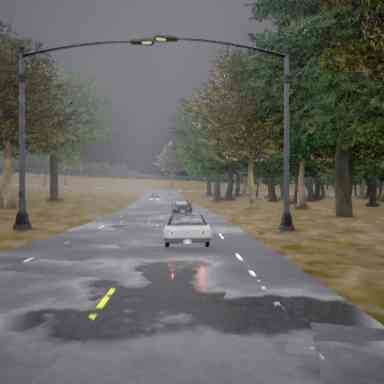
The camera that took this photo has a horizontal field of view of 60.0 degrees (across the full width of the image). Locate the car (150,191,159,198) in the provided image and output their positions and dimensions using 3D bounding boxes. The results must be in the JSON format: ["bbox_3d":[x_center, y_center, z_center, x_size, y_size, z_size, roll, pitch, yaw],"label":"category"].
[{"bbox_3d":[-8.588,0.640,76.364,1.837,1.490,4.892,0,2,-6],"label":"car"}]

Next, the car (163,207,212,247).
[{"bbox_3d":[-0.234,1.581,14.786,1.895,1.301,4.718,0,0,-2],"label":"car"}]

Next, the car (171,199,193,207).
[{"bbox_3d":[-0.906,1.389,29.796,1.812,1.442,4.674,0,1,-3],"label":"car"}]
